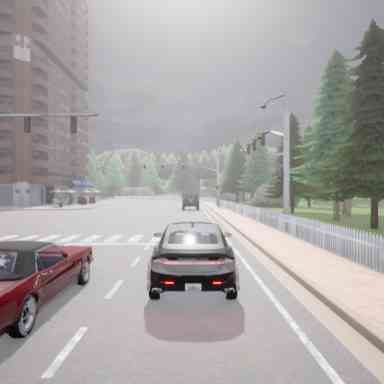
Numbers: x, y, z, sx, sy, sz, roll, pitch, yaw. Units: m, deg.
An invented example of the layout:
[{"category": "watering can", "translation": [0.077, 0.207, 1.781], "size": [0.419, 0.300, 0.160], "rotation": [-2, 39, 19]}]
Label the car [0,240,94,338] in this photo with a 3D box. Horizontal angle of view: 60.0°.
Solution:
[{"category": "car", "translation": [-3.451, 1.603, 6.529], "size": [1.895, 1.301, 4.718], "rotation": [0, 0, 0]}]

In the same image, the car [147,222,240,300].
[{"category": "car", "translation": [0.022, 1.494, 8.378], "size": [2.128, 1.511, 4.902], "rotation": [0, 0, 0]}]

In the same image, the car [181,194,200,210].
[{"category": "car", "translation": [-0.183, 1.236, 43.426], "size": [2.150, 2.045, 5.566], "rotation": [0, 0, -1]}]
